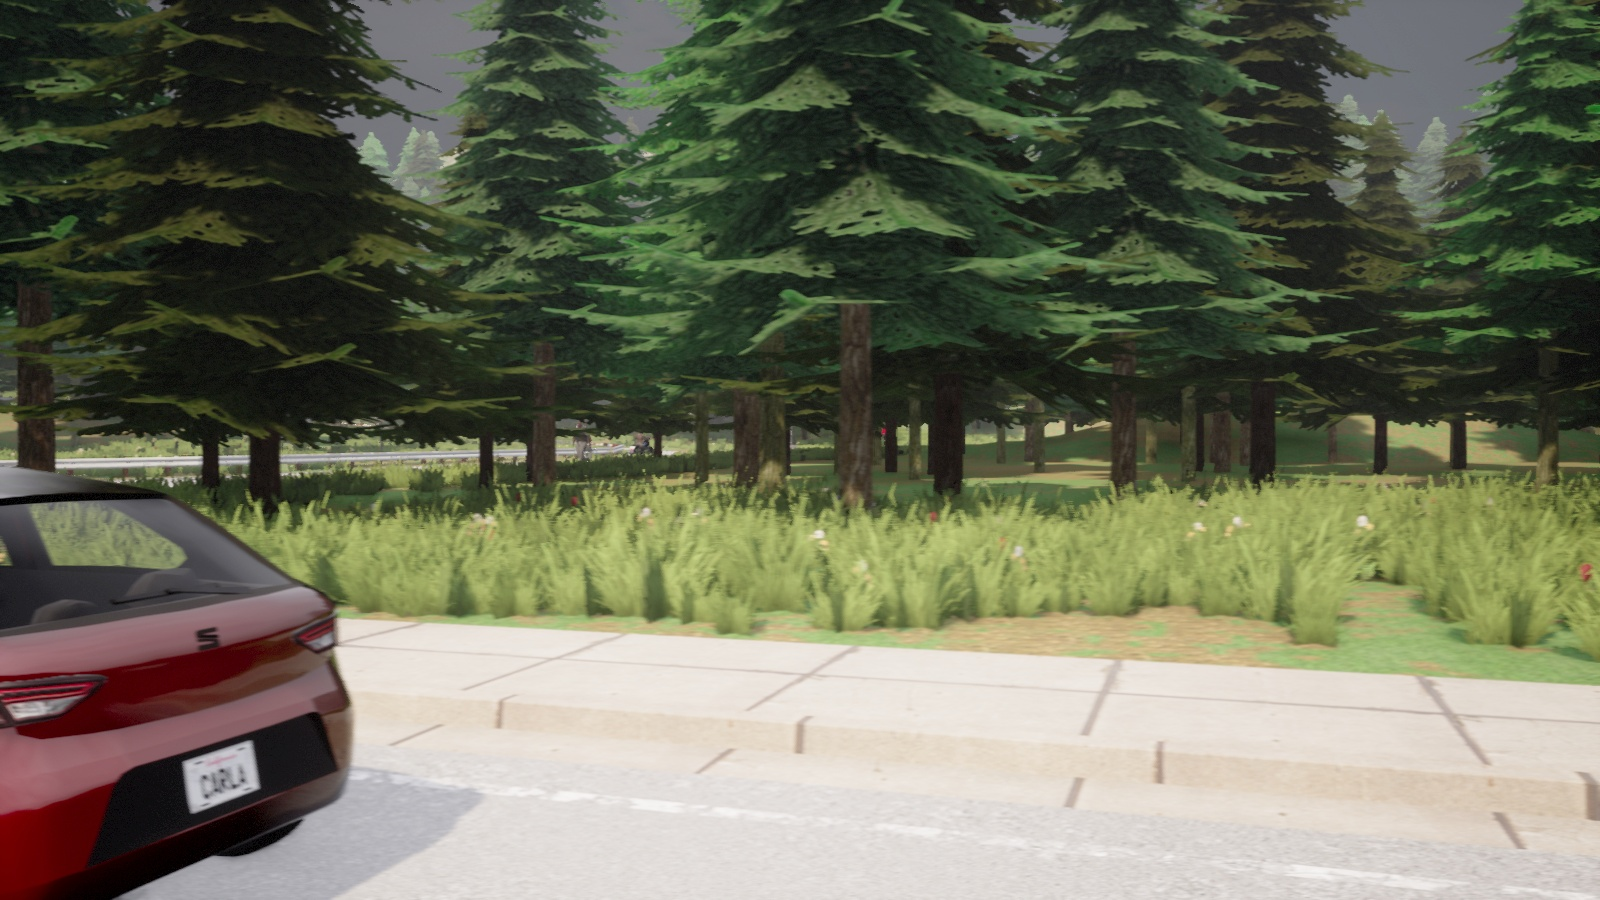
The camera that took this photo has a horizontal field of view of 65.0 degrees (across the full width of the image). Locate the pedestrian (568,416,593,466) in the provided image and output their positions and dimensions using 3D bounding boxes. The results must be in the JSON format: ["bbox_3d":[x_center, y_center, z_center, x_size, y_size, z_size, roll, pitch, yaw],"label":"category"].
[{"bbox_3d":[-8.381,-0.348,48.061,0.563,1.883,0.849,1,1,23],"label":"pedestrian"}]

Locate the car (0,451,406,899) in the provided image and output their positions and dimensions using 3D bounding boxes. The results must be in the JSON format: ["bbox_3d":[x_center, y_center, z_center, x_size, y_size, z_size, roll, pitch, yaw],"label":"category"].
[{"bbox_3d":[-3.734,0.753,4.450,4.193,1.474,1.816,1,1,19],"label":"car"}]

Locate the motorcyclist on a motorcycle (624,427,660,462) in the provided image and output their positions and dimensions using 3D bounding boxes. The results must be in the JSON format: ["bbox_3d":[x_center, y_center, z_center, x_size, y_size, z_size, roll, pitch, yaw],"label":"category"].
[{"bbox_3d":[-7.764,-0.279,61.831,0.766,1.649,2.350,1,1,20],"label":"motorcyclist on a motorcycle"}]
